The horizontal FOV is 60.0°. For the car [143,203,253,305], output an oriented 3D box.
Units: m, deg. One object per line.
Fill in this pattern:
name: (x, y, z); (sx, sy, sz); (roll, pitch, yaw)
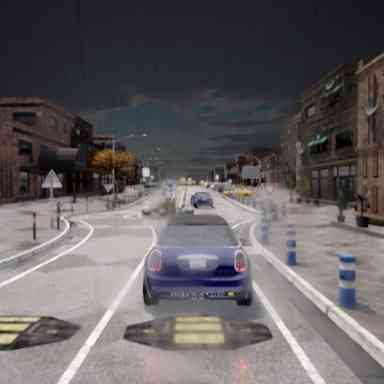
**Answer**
car: (0.124, 1.312, 8.160); (2.097, 1.767, 4.553); (0, 0, 1)

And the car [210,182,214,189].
car: (7.760, -0.958, 82.231); (5.008, 1.535, 2.097); (0, 2, -1)

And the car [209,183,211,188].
car: (7.683, -1.099, 87.740); (4.674, 1.452, 2.002); (0, 2, -1)

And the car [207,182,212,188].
car: (7.614, -1.476, 90.489); (5.566, 2.045, 2.435); (0, 2, -1)

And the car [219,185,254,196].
car: (7.906, 0.035, 57.446); (5.366, 1.575, 1.946); (0, 3, -1)

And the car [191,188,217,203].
car: (1.086, 0.779, 37.434); (2.097, 1.767, 4.553); (0, 2, -5)

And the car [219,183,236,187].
car: (7.985, -0.334, 62.950); (4.553, 1.767, 2.185); (0, 2, -1)

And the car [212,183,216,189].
car: (7.836, -0.761, 76.723); (4.892, 1.521, 2.231); (0, 2, -1)

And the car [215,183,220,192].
car: (8.009, -0.578, 65.698); (5.566, 2.045, 2.435); (0, 2, -1)

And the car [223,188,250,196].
car: (8.058, -0.047, 60.205); (4.674, 1.452, 2.002); (0, 2, -1)
